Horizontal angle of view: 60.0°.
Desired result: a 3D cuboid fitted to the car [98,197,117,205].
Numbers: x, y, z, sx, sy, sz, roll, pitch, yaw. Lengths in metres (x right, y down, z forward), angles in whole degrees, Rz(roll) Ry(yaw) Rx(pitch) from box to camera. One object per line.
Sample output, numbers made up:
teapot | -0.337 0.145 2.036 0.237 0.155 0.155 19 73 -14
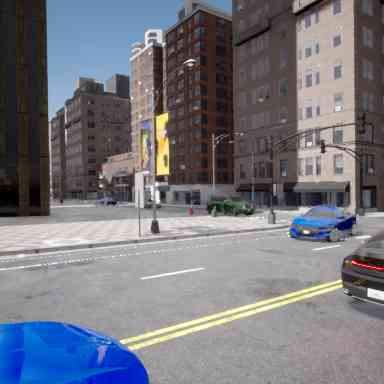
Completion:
car | -17.179 1.742 67.590 2.033 1.411 5.357 -1 0 -35

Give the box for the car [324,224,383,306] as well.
car | 5.123 1.504 7.097 4.892 1.490 1.837 0 0 -36

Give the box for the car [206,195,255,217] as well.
car | 3.623 1.321 32.493 2.150 2.045 5.566 -1 1 -34

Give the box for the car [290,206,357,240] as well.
car | 6.632 1.478 16.456 1.882 1.535 5.008 2 1 40

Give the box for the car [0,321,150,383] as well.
car | -2.568 1.478 1.609 5.008 1.535 1.882 0 0 -35

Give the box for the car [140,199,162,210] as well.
car | -5.939 1.684 46.081 1.812 1.442 4.674 -1 0 -35

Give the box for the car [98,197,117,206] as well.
car | -15.019 1.816 59.122 1.895 1.301 4.718 -1 0 -35
